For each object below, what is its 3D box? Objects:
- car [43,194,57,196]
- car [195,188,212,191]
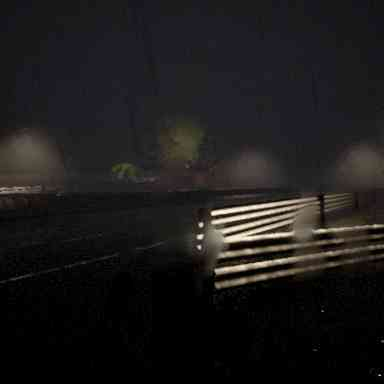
[{"bbox_3d":[-12.307,0.896,28.621,1.994,1.385,4.181,0,1,35],"label":"car"},{"bbox_3d":[1.378,0.166,48.373,2.097,1.767,4.553,0,1,35],"label":"car"}]
